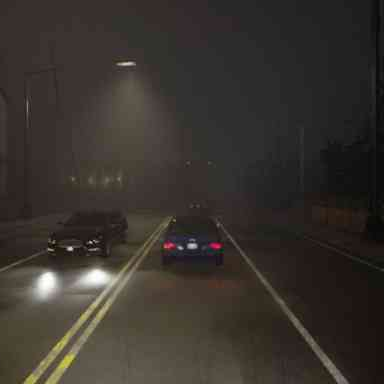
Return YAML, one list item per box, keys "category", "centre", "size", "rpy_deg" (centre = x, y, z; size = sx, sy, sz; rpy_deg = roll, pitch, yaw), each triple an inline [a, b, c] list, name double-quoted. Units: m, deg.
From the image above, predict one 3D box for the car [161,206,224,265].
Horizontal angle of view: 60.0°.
- category: "car"
  centre: [0.008, 1.437, 11.209]
  size: [2.033, 1.411, 5.357]
  rpy_deg: [0, 1, 0]

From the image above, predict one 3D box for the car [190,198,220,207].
- category: "car"
  centre: [1.235, 1.244, 30.803]
  size: [2.033, 1.411, 5.357]
  rpy_deg: [0, 1, 16]

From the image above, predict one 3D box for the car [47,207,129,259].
- category: "car"
  centre: [-3.574, 1.382, 12.210]
  size: [1.837, 1.490, 4.892]
  rpy_deg: [0, 1, 0]
